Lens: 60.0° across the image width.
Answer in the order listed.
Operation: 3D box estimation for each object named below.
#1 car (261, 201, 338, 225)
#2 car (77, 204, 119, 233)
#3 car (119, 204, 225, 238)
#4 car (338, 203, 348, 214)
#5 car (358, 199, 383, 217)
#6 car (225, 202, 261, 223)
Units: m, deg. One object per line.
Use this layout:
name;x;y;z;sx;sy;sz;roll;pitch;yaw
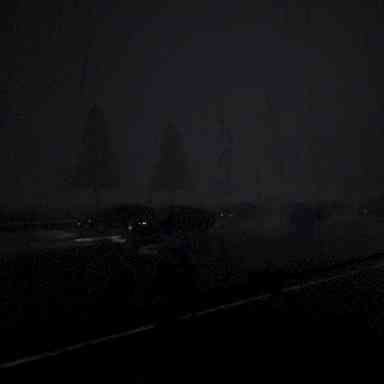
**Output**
car;7.663;1.465;23.518;5.357;1.411;2.033;0;0;-35
car;-4.164;1.472;19.417;4.892;1.490;1.837;0;0;-35
car;-0.973;1.453;17.388;4.902;1.511;2.128;0;0;-35
car;12.489;1.483;31.218;4.718;1.301;1.895;0;0;-35
car;16.983;1.362;30.108;4.902;1.511;2.128;0;0;-35
car;3.780;1.474;25.054;5.357;1.411;2.033;0;0;-35
